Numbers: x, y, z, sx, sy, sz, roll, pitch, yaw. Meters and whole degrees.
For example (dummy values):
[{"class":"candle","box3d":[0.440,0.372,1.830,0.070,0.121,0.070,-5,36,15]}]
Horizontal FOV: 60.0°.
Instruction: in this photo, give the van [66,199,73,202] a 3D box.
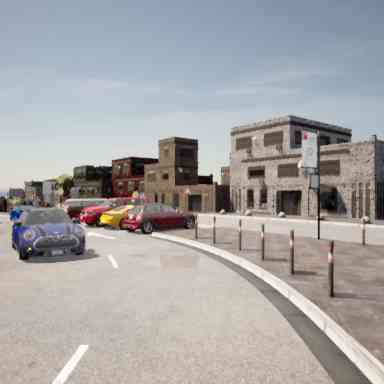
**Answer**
[{"class":"van","box3d":[-9.468,1.619,29.719,4.442,1.987,1.878,0,-1,-38]}]

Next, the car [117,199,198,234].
[{"class":"car","box3d":[-1.819,1.467,20.284,4.553,1.767,2.185,0,-1,-39]}]

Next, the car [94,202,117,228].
[{"class":"car","box3d":[-3.696,1.646,22.666,5.008,1.535,2.097,0,-1,-39]}]

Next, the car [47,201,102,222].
[{"class":"car","box3d":[-11.288,1.801,32.147,4.553,1.767,2.185,0,-2,-38]}]

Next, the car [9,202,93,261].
[{"class":"car","box3d":[-5.610,1.424,12.823,2.097,1.767,4.553,0,-1,-32]}]

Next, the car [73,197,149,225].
[{"class":"car","box3d":[-5.543,1.448,24.931,5.566,2.045,2.435,0,-1,-39]}]
